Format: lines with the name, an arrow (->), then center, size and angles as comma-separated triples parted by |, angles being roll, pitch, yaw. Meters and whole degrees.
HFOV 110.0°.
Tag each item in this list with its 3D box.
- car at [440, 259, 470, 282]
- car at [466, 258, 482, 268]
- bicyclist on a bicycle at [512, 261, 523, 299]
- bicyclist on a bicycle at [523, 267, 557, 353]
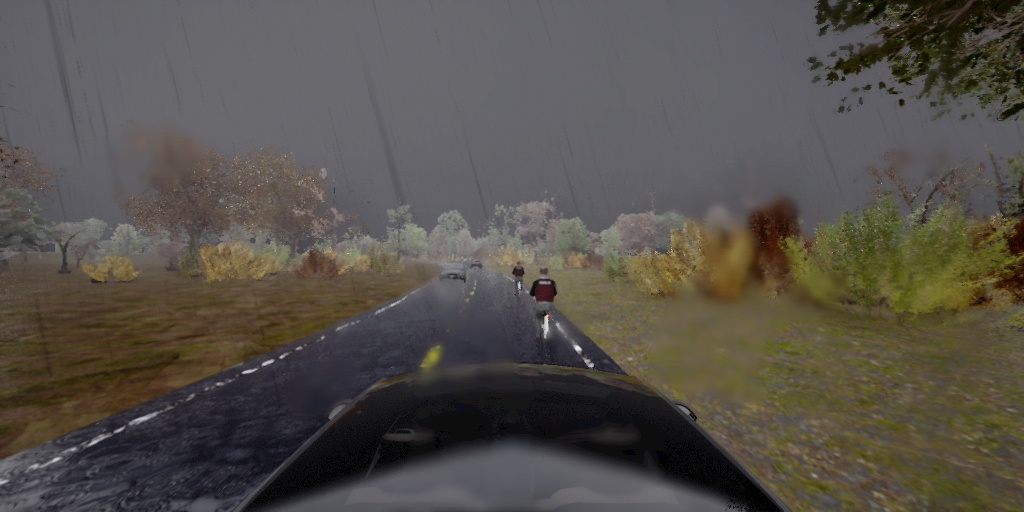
car -> -4.526, 1.243, 28.346 | 1.837, 1.490, 4.892 | 0, 0, -6
car -> -6.123, 1.222, 59.651 | 1.837, 1.490, 4.892 | 0, -1, -12
bicyclist on a bicycle -> 0.304, 1.112, 17.044 | 0.659, 1.776, 1.843 | 0, 0, -3
bicyclist on a bicycle -> 0.691, 1.117, 7.981 | 0.659, 1.776, 1.843 | 0, 0, -2
